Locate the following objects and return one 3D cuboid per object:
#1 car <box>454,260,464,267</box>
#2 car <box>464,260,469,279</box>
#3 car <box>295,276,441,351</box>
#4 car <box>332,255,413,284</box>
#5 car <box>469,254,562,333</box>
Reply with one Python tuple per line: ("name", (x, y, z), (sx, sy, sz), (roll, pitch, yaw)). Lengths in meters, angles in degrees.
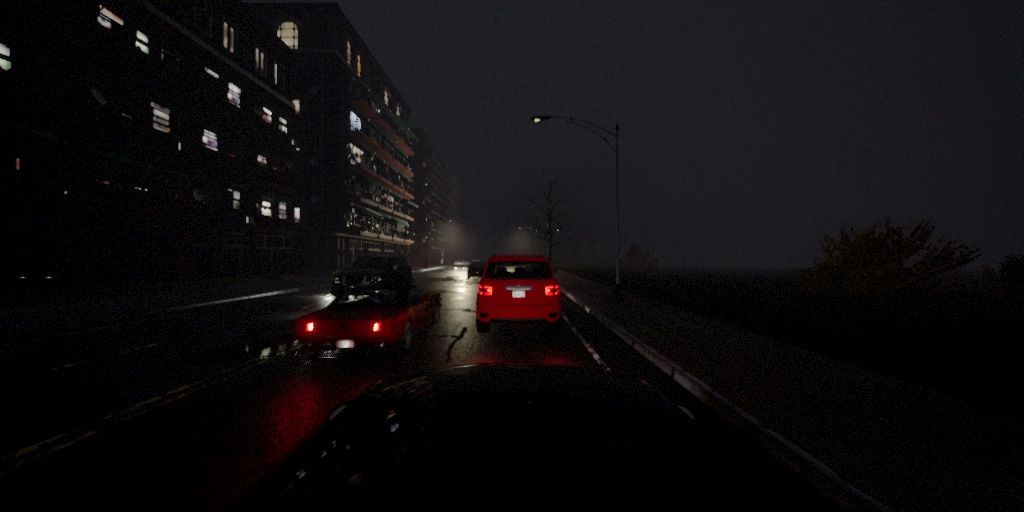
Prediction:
("car", (-9.197, 1.342, 64.611), (1.895, 1.301, 4.718), (0, 0, 1))
("car", (-2.860, 1.226, 32.295), (1.882, 1.535, 5.008), (0, 0, 0))
("car", (-3.086, 1.351, 8.920), (1.895, 1.301, 4.718), (0, 0, 1))
("car", (-6.453, 0.971, 17.348), (2.150, 2.045, 5.566), (0, 0, 1))
("car", (0.183, 0.972, 10.926), (2.150, 2.045, 5.566), (0, 0, 1))
